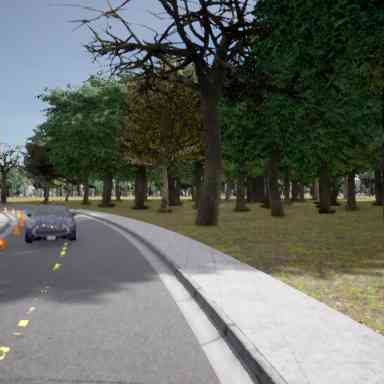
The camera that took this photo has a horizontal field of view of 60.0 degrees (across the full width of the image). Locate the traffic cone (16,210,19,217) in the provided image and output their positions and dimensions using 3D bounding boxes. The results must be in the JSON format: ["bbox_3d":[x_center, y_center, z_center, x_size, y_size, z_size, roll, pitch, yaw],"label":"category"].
[{"bbox_3d":[-16.155,2.003,30.948,0.340,0.580,0.340,0,0,-32],"label":"traffic cone"}]

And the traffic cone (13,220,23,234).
[{"bbox_3d":[-9.499,1.969,17.979,0.340,0.580,0.340,0,0,-22],"label":"traffic cone"}]

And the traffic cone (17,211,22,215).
[{"bbox_3d":[-13.701,1.991,26.749,0.340,0.580,0.340,0,0,-29],"label":"traffic cone"}]

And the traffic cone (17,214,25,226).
[{"bbox_3d":[-11.480,1.980,22.421,0.340,0.580,0.340,0,0,-26],"label":"traffic cone"}]

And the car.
[{"bbox_3d":[-6.791,1.363,16.185,2.097,1.767,4.553,0,0,-22],"label":"car"}]

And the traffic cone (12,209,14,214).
[{"bbox_3d":[-18.837,2.014,35.005,0.340,0.580,0.340,0,0,-35],"label":"traffic cone"}]
